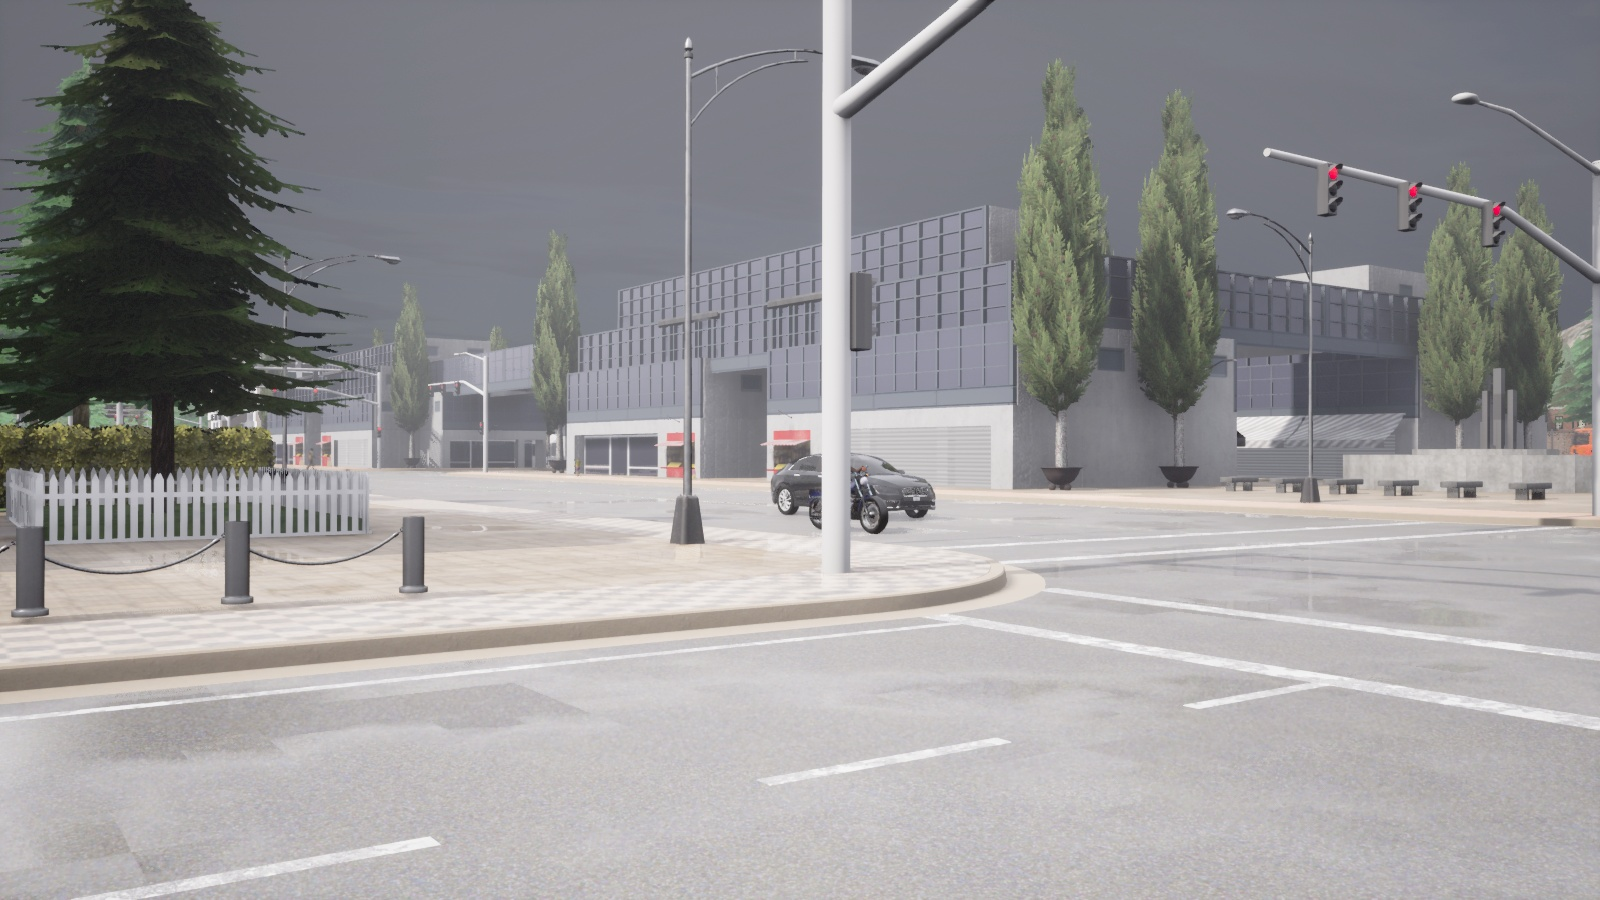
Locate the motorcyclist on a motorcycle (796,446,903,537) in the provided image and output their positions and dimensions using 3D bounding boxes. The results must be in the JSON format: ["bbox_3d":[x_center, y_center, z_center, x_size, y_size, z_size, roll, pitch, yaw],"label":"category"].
[{"bbox_3d":[0.901,0.752,23.853,0.766,1.649,2.350,0,0,-35],"label":"motorcyclist on a motorcycle"}]

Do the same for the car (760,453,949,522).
[{"bbox_3d":[1.174,0.820,29.581,1.837,1.490,4.892,0,0,-35],"label":"car"}]

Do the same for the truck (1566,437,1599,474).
[{"bbox_3d":[53.938,0.346,82.908,2.627,2.467,5.204,0,0,-22],"label":"truck"}]
